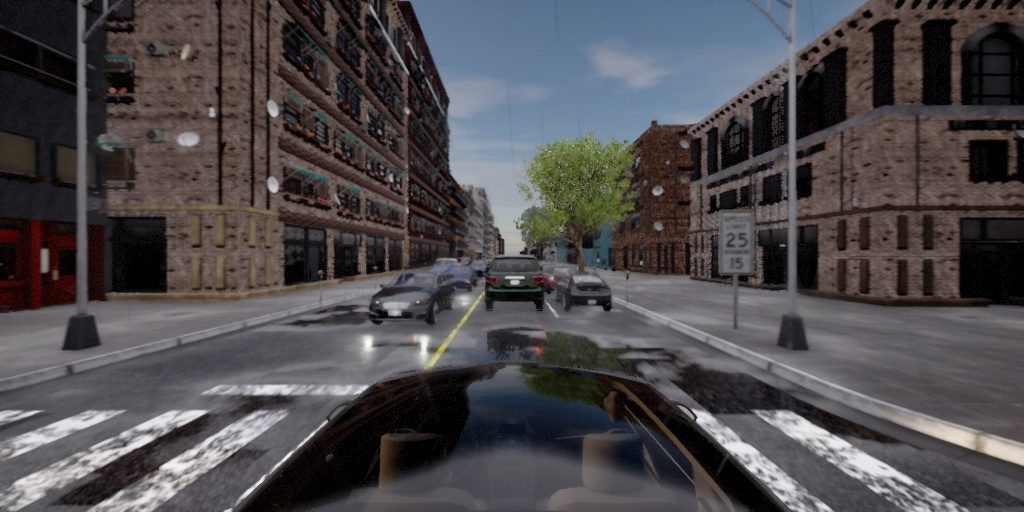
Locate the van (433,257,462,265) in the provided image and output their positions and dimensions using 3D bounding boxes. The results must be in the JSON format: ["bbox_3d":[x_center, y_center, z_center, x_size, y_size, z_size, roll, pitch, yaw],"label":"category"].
[{"bbox_3d":[-5.700,1.095,31.267,1.690,1.789,3.998,0,0,0],"label":"van"}]

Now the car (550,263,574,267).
[{"bbox_3d":[2.685,1.191,19.874,1.967,1.591,4.097,0,0,0],"label":"car"}]

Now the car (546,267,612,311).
[{"bbox_3d":[2.686,1.301,14.177,2.007,1.370,4.403,0,0,0],"label":"car"}]

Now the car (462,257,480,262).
[{"bbox_3d":[-3.077,1.107,32.069,2.097,1.767,4.553,0,0,0],"label":"car"}]

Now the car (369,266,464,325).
[{"bbox_3d":[-3.092,1.241,11.930,2.128,1.511,4.902,0,0,0],"label":"car"}]

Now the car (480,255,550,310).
[{"bbox_3d":[0.096,0.972,14.709,2.150,2.045,5.566,0,0,0],"label":"car"}]

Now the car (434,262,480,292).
[{"bbox_3d":[-3.084,1.299,21.824,2.033,1.411,5.357,0,0,0],"label":"car"}]
